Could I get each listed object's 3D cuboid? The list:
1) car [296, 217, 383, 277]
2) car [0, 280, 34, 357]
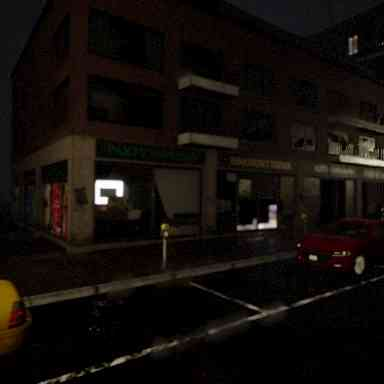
[{"bbox_3d":[5.065,1.493,10.154,4.507,1.381,1.887,0,1,-35],"label":"car"},{"bbox_3d":[-4.350,1.534,3.437,4.829,1.417,1.752,0,1,-35],"label":"car"}]
